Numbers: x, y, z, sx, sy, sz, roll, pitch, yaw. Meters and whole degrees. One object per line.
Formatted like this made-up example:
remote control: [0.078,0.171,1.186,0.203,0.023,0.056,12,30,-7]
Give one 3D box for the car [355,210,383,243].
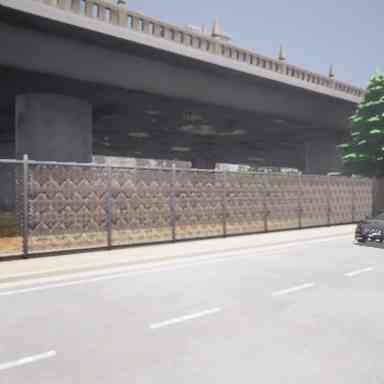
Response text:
car: [9.181,1.506,14.838,4.892,1.490,1.837,0,0,-36]
